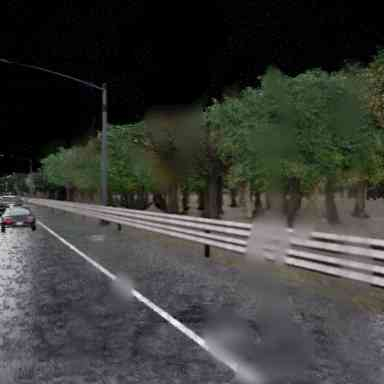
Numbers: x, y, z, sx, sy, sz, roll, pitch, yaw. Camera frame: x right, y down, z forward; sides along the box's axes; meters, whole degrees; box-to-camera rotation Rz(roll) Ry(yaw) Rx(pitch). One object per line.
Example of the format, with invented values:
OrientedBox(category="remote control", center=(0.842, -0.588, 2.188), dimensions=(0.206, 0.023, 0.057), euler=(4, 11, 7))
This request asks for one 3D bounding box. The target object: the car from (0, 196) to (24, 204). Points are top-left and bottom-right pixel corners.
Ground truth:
OrientedBox(category="car", center=(-18.563, 1.434, 34.189), dimensions=(2.150, 2.045, 5.566), euler=(0, 0, -29))

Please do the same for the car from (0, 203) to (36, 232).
OrientedBox(category="car", center=(-11.038, 1.653, 21.163), dimensions=(1.812, 1.442, 4.674), euler=(0, 0, -29))
